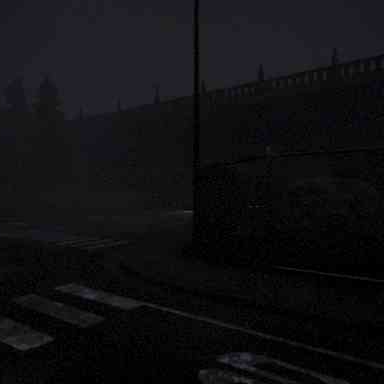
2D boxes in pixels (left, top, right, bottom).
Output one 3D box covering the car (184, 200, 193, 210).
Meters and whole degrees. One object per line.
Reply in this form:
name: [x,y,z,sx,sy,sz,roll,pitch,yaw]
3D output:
car: [1.022,1.397,41.777,2.097,1.767,4.553,0,0,36]
